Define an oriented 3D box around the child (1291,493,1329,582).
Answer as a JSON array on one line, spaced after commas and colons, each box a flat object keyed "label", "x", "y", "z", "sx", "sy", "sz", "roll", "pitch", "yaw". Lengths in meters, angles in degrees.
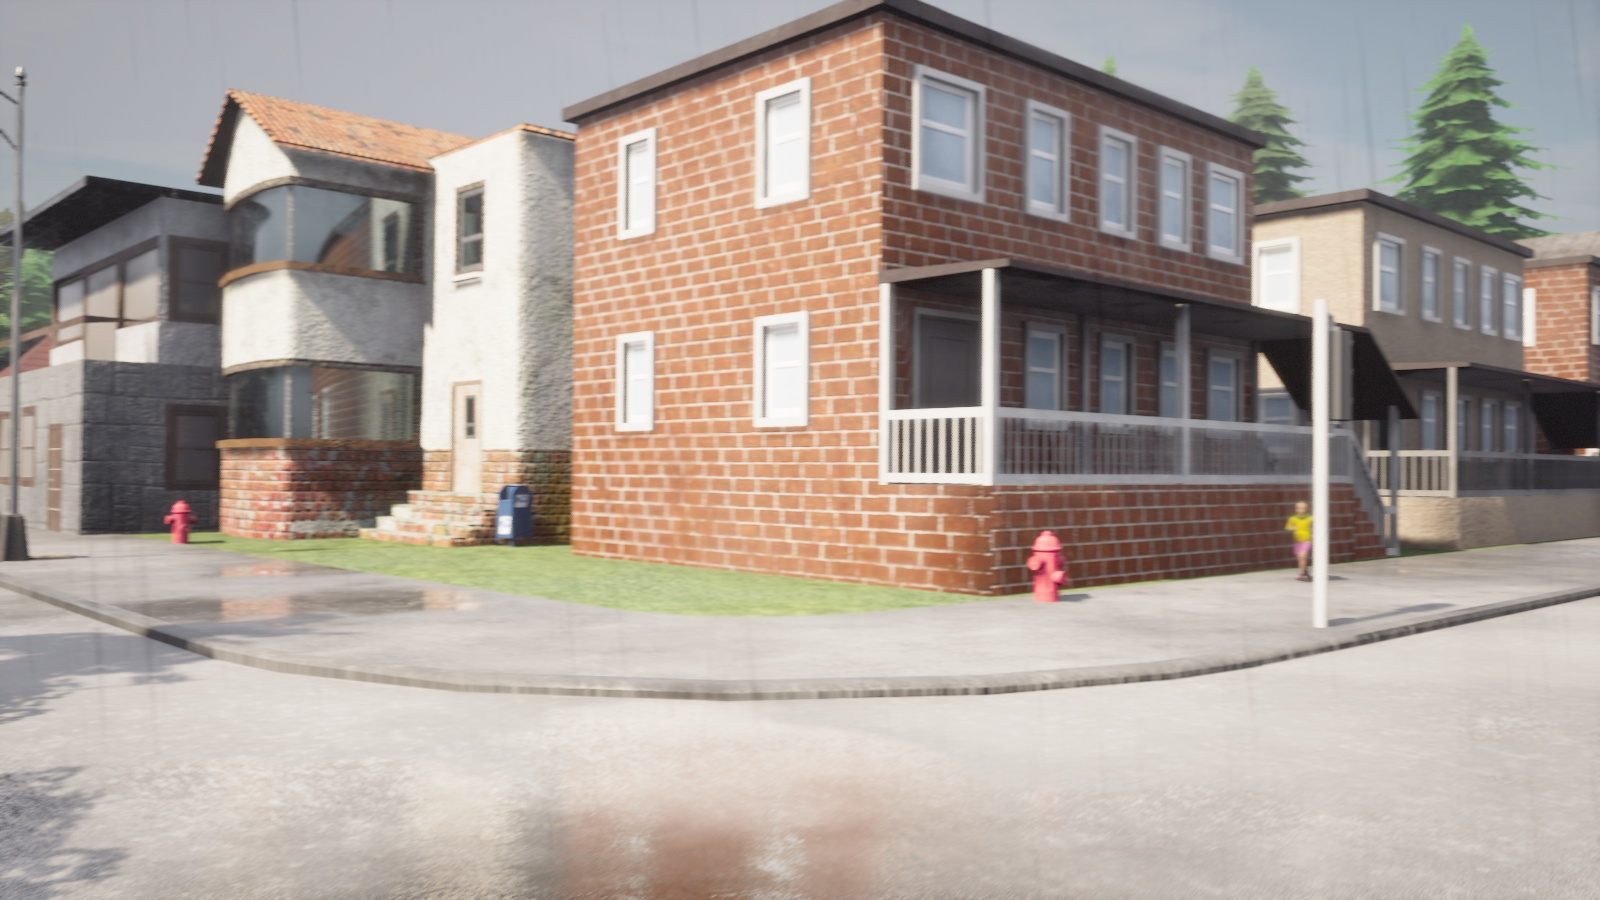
[{"label": "child", "x": 6.838, "y": 1.167, "z": 16.823, "sx": 0.473, "sy": 1.160, "sz": 0.299, "roll": 1, "pitch": -1, "yaw": -44}]
